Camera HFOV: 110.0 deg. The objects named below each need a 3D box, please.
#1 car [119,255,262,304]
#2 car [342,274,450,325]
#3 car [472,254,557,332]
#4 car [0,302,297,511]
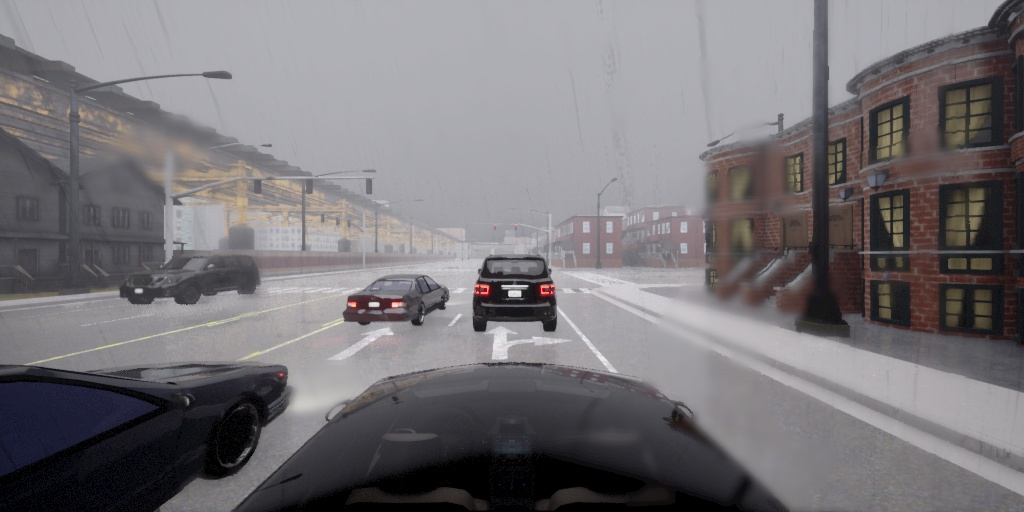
[{"bbox_3d":[-14.022,0.976,16.244,2.150,2.045,5.566,0,0,0],"label":"car"},{"bbox_3d":[-3.441,1.297,11.728,2.033,1.411,5.357,0,0,2],"label":"car"},{"bbox_3d":[0.084,0.971,11.046,2.150,2.045,5.566,0,0,0],"label":"car"},{"bbox_3d":[-3.388,1.297,1.656,2.033,1.411,5.357,0,0,-1],"label":"car"}]
